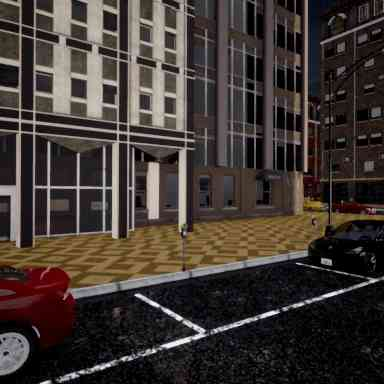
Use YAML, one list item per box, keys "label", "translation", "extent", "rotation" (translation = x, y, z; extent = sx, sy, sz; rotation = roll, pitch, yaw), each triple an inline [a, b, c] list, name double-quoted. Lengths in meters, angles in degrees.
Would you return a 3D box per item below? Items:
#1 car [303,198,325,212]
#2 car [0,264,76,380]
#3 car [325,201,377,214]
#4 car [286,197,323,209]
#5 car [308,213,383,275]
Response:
- label: "car"
  translation: [12.341, 1.468, 36.647]
  extent: [1.752, 1.417, 4.829]
  rotation: [0, 0, -36]
- label: "car"
  translation: [-3.740, 1.545, 3.885]
  extent: [4.507, 1.381, 1.887]
  rotation: [0, 0, -36]
- label: "car"
  translation: [15.550, 1.535, 32.189]
  extent: [1.802, 1.307, 4.206]
  rotation: [0, 0, -36]
- label: "car"
  translation: [15.634, 1.500, 46.415]
  extent: [1.752, 1.417, 4.829]
  rotation: [0, 0, -36]
- label: "car"
  translation: [5.509, 1.567, 10.510]
  extent: [4.313, 1.339, 1.947]
  rotation: [0, 0, -36]
